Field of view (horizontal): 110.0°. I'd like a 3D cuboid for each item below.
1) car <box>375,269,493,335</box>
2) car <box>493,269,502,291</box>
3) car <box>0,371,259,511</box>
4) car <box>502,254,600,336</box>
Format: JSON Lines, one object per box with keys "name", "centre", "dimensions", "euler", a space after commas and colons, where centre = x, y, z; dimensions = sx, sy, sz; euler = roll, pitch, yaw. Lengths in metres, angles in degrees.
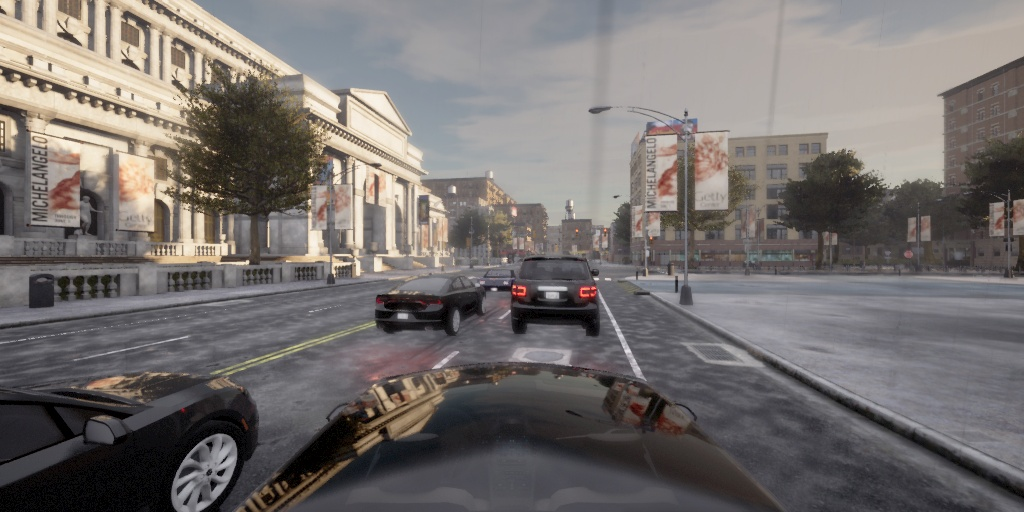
{"name": "car", "centre": [-2.106, 1.228, 10.651], "dimensions": [1.882, 1.535, 5.008], "euler": [0, 0, 9]}
{"name": "car", "centre": [-0.445, 1.351, 19.772], "dimensions": [1.895, 1.301, 4.718], "euler": [0, 0, 11]}
{"name": "car", "centre": [-3.203, 1.255, 1.258], "dimensions": [1.837, 1.490, 4.892], "euler": [0, 0, 0]}
{"name": "car", "centre": [1.381, 0.971, 10.636], "dimensions": [2.150, 2.045, 5.566], "euler": [0, 0, 10]}
